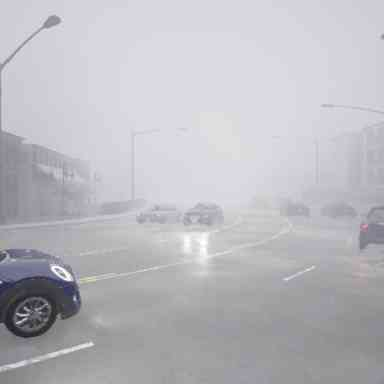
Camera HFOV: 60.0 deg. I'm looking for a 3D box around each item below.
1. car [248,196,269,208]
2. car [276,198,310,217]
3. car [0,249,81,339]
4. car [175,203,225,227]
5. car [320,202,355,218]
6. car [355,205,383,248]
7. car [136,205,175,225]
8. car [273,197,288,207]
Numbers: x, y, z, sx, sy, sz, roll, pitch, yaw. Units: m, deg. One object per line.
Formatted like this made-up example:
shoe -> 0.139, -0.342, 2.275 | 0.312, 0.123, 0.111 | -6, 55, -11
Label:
car -> 9.453, 1.352, 47.605 | 2.097, 1.767, 4.553 | 0, 0, -1
car -> 9.604, 1.564, 31.461 | 1.994, 1.385, 4.181 | 0, 0, 2
car -> -4.170, 1.352, 5.158 | 4.553, 1.767, 2.097 | 0, 0, -33
car -> 0.922, 1.491, 22.787 | 2.128, 1.511, 4.902 | 0, 0, 19
car -> 13.013, 1.564, 29.919 | 1.994, 1.385, 4.181 | 0, 0, 4
car -> 8.469, 1.352, 14.274 | 2.097, 1.767, 4.553 | 0, 0, 31
car -> -2.281, 1.601, 24.252 | 1.895, 1.301, 4.718 | 0, 0, 18
car -> 12.964, 1.505, 47.367 | 1.837, 1.490, 4.892 | 0, 0, -1
